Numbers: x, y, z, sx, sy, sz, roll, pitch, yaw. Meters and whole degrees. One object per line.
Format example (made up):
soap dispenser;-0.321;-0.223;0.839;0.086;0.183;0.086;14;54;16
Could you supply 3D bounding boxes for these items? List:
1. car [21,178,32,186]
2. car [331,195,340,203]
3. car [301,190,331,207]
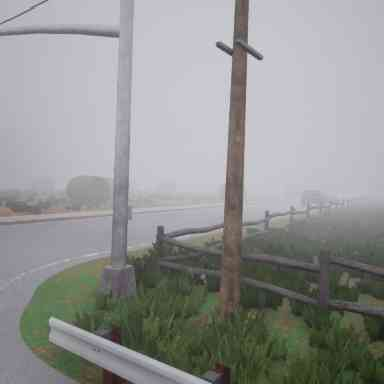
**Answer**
car;-39.167;-2.324;79.239;1.905;1.878;3.866;8;2;-13
car;21.170;1.133;50.724;1.994;1.385;4.181;3;2;33
car;15.417;0.811;41.827;2.150;2.045;5.566;3;2;34
